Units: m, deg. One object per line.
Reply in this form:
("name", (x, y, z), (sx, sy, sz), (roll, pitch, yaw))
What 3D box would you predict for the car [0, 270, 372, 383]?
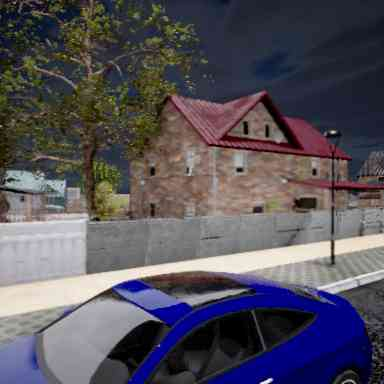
("car", (-0.226, 1.533, 2.898), (4.674, 1.442, 1.812), (0, 0, -35))
